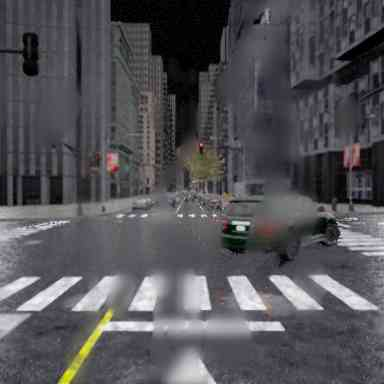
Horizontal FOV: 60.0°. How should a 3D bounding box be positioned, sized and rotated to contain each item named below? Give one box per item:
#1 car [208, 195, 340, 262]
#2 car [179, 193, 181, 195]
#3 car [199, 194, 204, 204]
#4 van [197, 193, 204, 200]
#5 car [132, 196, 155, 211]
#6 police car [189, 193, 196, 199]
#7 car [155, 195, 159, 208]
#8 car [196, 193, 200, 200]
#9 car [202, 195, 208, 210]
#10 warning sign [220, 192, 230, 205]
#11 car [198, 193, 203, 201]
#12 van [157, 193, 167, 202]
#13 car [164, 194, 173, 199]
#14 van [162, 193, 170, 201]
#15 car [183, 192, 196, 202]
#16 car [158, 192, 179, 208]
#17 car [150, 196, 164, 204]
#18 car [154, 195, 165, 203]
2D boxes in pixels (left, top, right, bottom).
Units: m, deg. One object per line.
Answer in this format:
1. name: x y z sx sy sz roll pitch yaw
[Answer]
1. car: 3.313 1.120 12.047 2.150 2.045 5.566 -2 0 43
2. car: -3.427 1.418 60.973 1.895 1.301 4.718 0 0 0
3. car: 2.467 1.391 50.213 1.887 1.381 4.507 0 0 -1
4. van: 2.135 1.094 86.683 1.690 1.788 3.998 0 0 -1
5. car: -5.958 1.429 39.250 2.008 1.369 4.403 0 0 -1
6. police car: 0.213 1.163 93.492 1.930 1.638 5.238 0 0 -1
7. car: -6.004 1.414 44.242 2.008 1.369 4.403 0 0 -1
8. car: 2.328 1.356 65.528 2.008 1.369 4.403 0 0 -1
9. car: 2.567 1.429 39.324 2.008 1.369 4.403 0 0 -1
10. warning sign: 4.792 0.967 48.419 1.300 1.860 1.060 0 0 -1
11. car: 2.418 1.382 55.657 2.008 1.369 4.403 0 0 -1
12. van: -6.235 1.136 69.638 1.690 1.788 3.998 0 0 -1
13. car: -6.432 1.293 91.291 2.008 1.369 4.403 0 0 -1
14. van: -6.334 1.109 80.465 1.690 1.788 3.998 0 0 -1
15. car: -0.460 1.320 68.482 1.812 1.442 4.674 0 0 -1
16. car: -3.329 1.084 44.876 2.150 2.045 5.566 0 0 0
17. car: -6.136 1.389 58.813 1.947 1.339 4.313 0 0 -1
18. car: -6.184 1.334 64.056 1.752 1.417 4.829 0 0 -1
